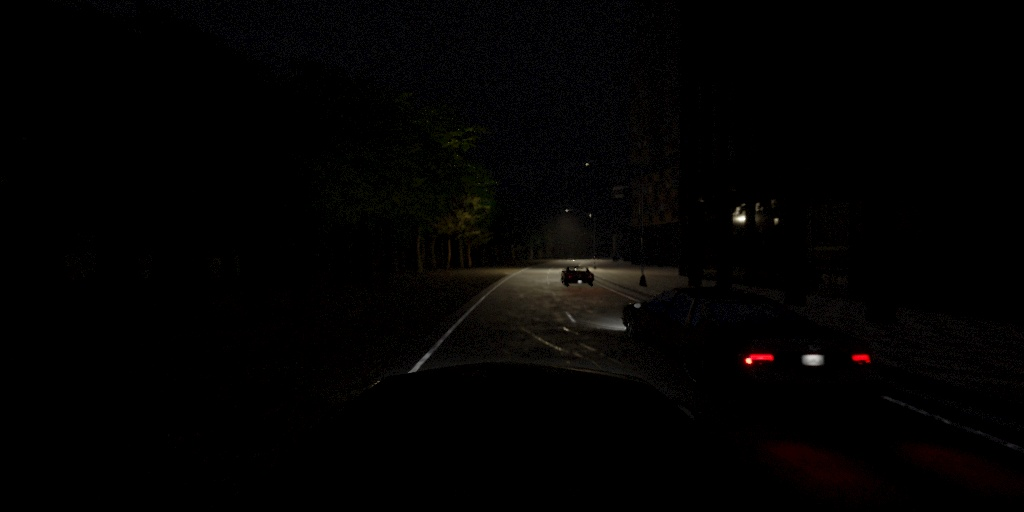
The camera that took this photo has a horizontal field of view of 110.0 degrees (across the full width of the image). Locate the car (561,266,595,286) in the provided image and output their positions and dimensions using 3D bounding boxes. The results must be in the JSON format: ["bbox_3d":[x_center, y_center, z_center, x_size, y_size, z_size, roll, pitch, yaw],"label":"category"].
[{"bbox_3d":[4.488,1.345,25.110,1.895,1.301,4.718,0,0,4],"label":"car"}]

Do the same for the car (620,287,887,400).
[{"bbox_3d":[3.667,1.299,6.825,2.033,1.411,5.357,0,0,1],"label":"car"}]
